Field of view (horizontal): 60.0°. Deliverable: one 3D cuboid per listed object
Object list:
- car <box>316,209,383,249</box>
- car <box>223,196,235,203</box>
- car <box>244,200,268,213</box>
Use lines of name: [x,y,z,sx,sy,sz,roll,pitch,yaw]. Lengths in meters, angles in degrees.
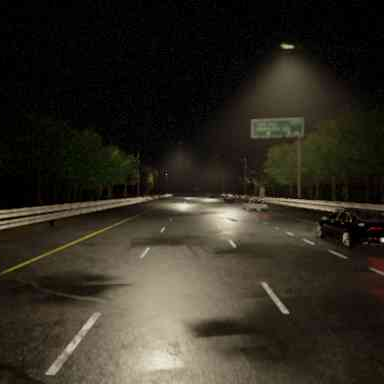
car: [7.010,1.503,14.524,1.837,1.490,4.892,0,0,0]
car: [7.150,1.443,64.762,2.128,1.511,4.902,0,0,0]
car: [7.067,1.578,37.355,1.895,1.301,4.718,0,0,0]
